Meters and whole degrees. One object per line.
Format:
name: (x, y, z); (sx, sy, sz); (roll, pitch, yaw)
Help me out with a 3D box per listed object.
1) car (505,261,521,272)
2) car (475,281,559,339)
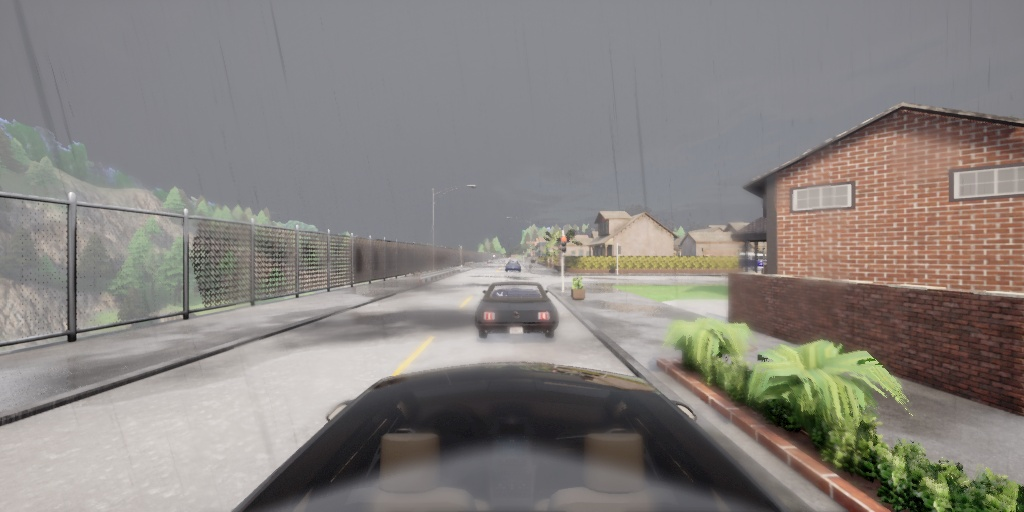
car: (0.147, 1.314, 46.399); (1.994, 1.385, 4.181); (0, 0, 0)
car: (0.107, 1.351, 10.106); (1.895, 1.301, 4.718); (0, 0, 0)
